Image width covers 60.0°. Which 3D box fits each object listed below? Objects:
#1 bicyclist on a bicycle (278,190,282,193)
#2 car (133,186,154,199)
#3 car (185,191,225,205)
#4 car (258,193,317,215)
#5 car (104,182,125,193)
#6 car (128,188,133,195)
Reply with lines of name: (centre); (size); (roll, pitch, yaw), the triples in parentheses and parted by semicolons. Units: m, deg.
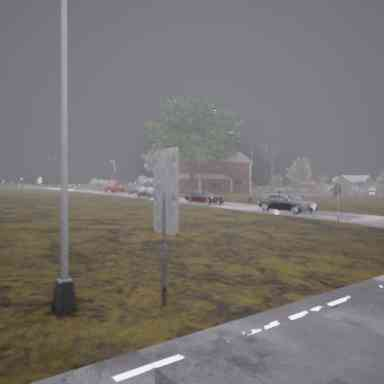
bicyclist on a bicycle: (8.889, 0.612, 33.761); (1.656, 1.620, 0.582); (0, 2, -36)
car: (-5.602, 0.082, 43.698); (1.812, 1.442, 4.674); (0, 2, -35)
car: (1.283, 0.583, 34.088); (1.895, 1.301, 4.718); (0, 2, -36)
car: (7.293, 0.855, 25.723); (2.128, 1.511, 4.902); (0, 2, -36)
car: (-14.114, -0.865, 60.406); (2.150, 2.045, 5.566); (0, 2, -36)
car: (-8.414, -0.233, 52.567); (1.812, 1.442, 4.674); (0, 2, -35)
